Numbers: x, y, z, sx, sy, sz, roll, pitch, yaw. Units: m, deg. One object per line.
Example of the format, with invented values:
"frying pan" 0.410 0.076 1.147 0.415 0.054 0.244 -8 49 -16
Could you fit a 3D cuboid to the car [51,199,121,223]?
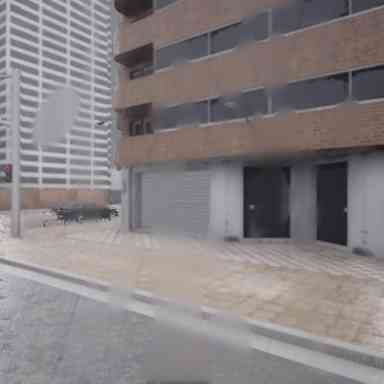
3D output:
"car" -7.818 1.501 25.444 1.837 1.490 4.892 0 0 36
